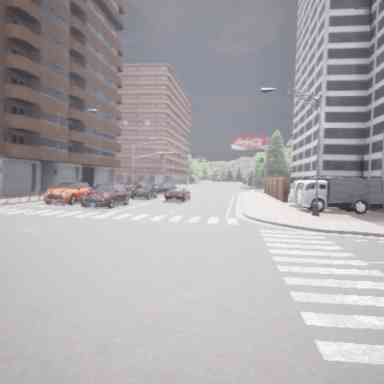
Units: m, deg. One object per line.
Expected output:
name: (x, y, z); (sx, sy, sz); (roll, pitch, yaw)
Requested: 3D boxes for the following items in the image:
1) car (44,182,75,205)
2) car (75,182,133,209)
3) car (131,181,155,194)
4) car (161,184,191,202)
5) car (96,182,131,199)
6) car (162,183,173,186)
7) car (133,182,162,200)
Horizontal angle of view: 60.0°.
car: (-9.452, -0.015, 25.851); (2.097, 1.767, 4.553); (2, 2, 8)
car: (-6.165, 0.159, 23.938); (2.097, 1.767, 4.553); (2, 3, 8)
car: (-6.622, -0.622, 45.326); (1.882, 1.535, 5.008); (2, 2, 9)
car: (-1.292, 0.208, 32.105); (1.895, 1.301, 4.718); (2, 2, 8)
car: (-8.141, -0.233, 34.980); (1.882, 1.535, 5.008); (2, 2, 8)
car: (-3.238, -0.482, 44.322); (1.882, 1.535, 5.008); (2, 2, 8)
car: (-4.781, -0.058, 33.795); (1.837, 1.490, 4.892); (2, 2, 8)
